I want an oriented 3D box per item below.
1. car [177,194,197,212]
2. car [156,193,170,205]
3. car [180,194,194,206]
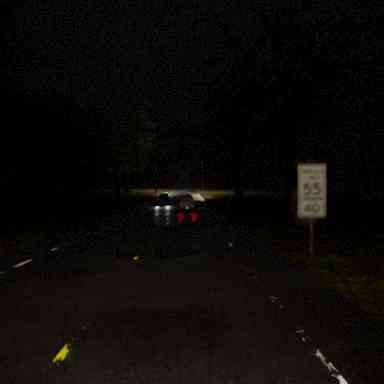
[{"bbox_3d":[-0.502,1.297,35.204,1.812,1.442,4.674,-1,1,0],"label":"car"},{"bbox_3d":[-4.269,0.992,49.641,1.837,1.490,4.892,-1,1,-1],"label":"car"},{"bbox_3d":[-0.680,1.072,47.623,1.837,1.490,4.892,-1,2,0],"label":"car"}]
